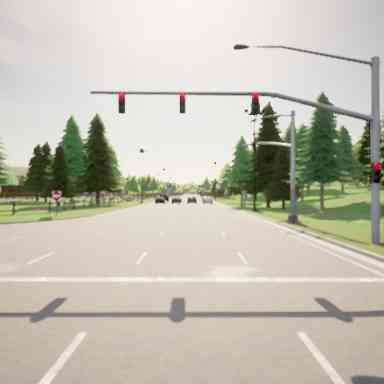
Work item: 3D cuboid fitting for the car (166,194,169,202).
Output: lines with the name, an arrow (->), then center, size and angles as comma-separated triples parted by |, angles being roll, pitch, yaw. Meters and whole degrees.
car -> -6.976, 1.416, 83.396 | 2.150, 2.045, 5.566 | 0, 0, 0

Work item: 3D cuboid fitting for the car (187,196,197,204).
car -> 0.021, 1.662, 73.296 | 2.097, 1.767, 4.553 | 0, 0, 0

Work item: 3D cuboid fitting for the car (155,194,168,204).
car -> -6.979, 1.783, 72.944 | 1.882, 1.535, 5.008 | 0, 0, 0

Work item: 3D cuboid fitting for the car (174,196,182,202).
car -> -3.476, 1.786, 83.393 | 1.895, 1.301, 4.718 | 0, 0, 0

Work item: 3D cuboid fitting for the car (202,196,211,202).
car -> 3.524, 1.716, 83.362 | 2.128, 1.511, 4.902 | 0, 0, 0

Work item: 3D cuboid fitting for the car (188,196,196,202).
car -> 0.024, 1.744, 83.362 | 1.994, 1.385, 4.181 | 0, 0, 0

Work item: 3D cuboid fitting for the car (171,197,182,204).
car -> -3.479, 1.806, 72.943 | 1.837, 1.490, 4.892 | 0, 0, 0

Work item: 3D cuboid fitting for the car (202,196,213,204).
car -> 3.521, 1.832, 73.358 | 1.812, 1.442, 4.674 | 0, 0, 0
